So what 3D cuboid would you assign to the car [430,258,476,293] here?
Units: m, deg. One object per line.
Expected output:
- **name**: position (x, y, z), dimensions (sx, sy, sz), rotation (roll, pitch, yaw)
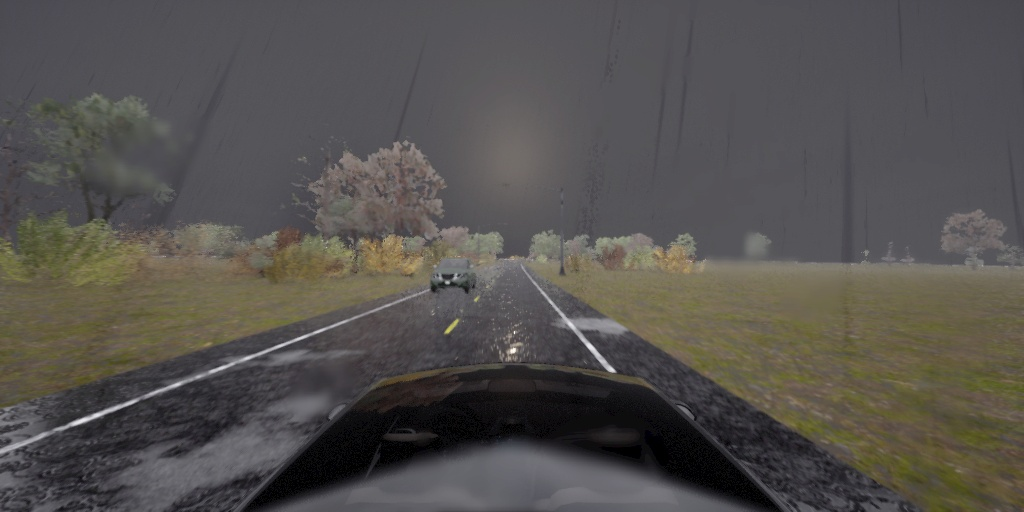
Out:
- **car**: position (-3.459, 1.108, 22.069), dimensions (2.150, 2.045, 5.566), rotation (0, -1, 0)
